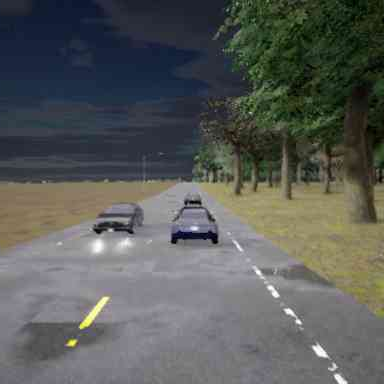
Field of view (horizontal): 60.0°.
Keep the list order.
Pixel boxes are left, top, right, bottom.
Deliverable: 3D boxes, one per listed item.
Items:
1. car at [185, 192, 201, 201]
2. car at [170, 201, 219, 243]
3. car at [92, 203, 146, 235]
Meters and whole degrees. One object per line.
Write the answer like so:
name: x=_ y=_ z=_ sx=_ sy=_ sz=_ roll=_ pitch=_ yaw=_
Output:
car: x=0.104 y=0.685 z=40.314 sx=1.994 sy=1.385 sz=4.181 roll=0 pitch=2 yaw=0
car: x=0.102 y=1.334 z=14.857 sx=1.994 sy=1.385 sz=4.181 roll=0 pitch=1 yaw=0
car: x=-3.597 y=1.267 z=17.365 sx=2.033 sy=1.411 sz=5.357 roll=0 pitch=1 yaw=0
